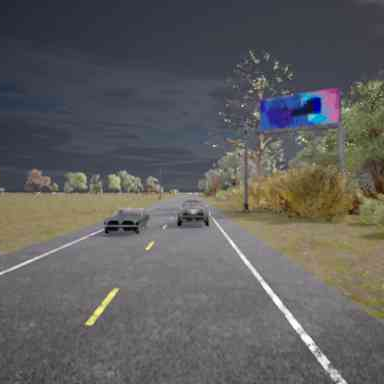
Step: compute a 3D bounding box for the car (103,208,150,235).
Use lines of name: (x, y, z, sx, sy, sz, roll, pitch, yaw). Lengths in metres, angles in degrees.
car: (-3.571, 1.588, 18.871, 1.895, 1.301, 4.718, 0, 0, 0)

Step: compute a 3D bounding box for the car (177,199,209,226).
car: (0.092, 1.335, 23.482, 2.097, 1.767, 4.553, 0, 0, 0)

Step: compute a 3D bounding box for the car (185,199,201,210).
car: (0.111, 1.571, 43.239, 1.895, 1.301, 4.718, 0, 0, 0)
